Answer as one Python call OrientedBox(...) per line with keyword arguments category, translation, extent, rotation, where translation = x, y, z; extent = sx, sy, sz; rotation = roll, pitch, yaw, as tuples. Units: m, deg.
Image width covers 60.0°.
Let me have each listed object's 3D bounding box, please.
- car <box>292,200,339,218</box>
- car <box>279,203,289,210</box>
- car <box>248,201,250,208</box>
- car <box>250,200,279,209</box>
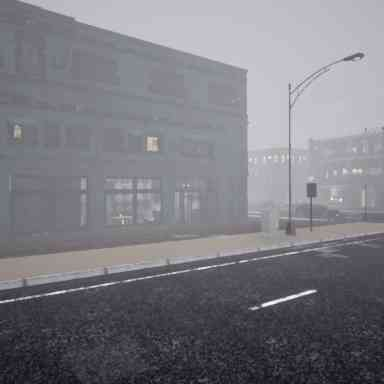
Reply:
OrientedBox(category="car", translation=(12.381, 1.812, 33.030), extent=(1.947, 1.339, 4.313), rotation=(-2, 0, -36))
OrientedBox(category="car", translation=(14.432, 1.807, 44.764), extent=(2.008, 1.369, 4.403), rotation=(-2, 0, -36))
OrientedBox(category="car", translation=(7.986, 1.963, 53.763), extent=(1.802, 1.307, 4.206), rotation=(-2, 0, -36))
OrientedBox(category="car", translation=(11.209, 1.901, 49.264), extent=(1.802, 1.307, 4.206), rotation=(-2, 0, -36))
